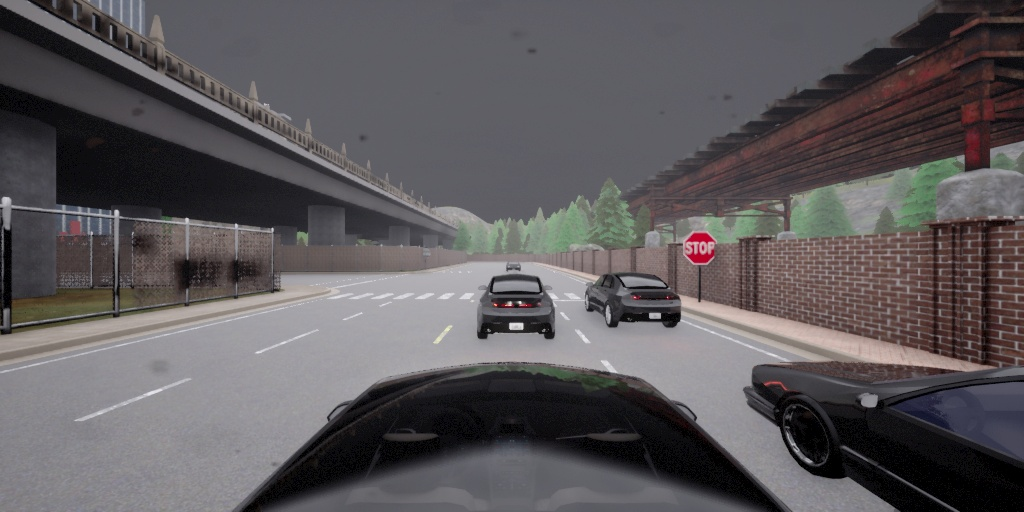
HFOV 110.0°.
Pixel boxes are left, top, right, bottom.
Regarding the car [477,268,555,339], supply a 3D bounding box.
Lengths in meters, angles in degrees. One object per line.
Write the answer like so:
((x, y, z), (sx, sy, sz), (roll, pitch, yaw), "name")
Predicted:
((0.096, 1.255, 10.061), (1.837, 1.490, 4.892), (0, 0, 0), "car")

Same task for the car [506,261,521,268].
((0.173, 1.351, 46.340), (1.895, 1.301, 4.718), (0, 0, -1), "car")

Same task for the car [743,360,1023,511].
((3.600, 1.297, 1.675), (2.033, 1.411, 5.357), (0, 0, 0), "car")

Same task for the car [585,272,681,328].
((3.598, 1.255, 11.421), (1.837, 1.490, 4.892), (0, 0, 0), "car")
